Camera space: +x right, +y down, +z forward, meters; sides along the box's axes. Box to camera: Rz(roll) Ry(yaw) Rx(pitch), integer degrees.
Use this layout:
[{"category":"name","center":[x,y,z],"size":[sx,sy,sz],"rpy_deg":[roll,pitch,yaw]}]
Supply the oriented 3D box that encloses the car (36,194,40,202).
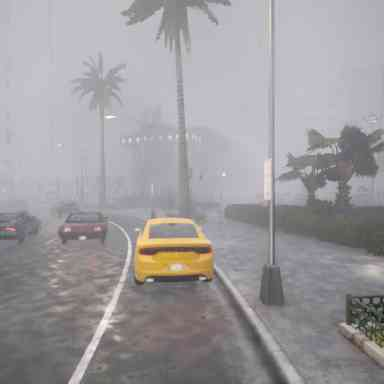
[{"category":"car","center":[-33.739,1.227,69.046],"size":[4.553,1.767,2.185],"rpy_deg":[0,0,24]}]

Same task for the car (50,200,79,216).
[{"category":"car","center":[-11.782,1.495,30.734],"size":[1.837,1.490,4.892],"rpy_deg":[1,0,-33]}]

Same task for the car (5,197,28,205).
[{"category":"car","center":[-22.730,1.486,42.345],"size":[4.892,1.490,1.837],"rpy_deg":[0,0,39]}]

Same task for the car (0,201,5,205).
[{"category":"car","center":[-24.619,1.472,39.421],"size":[4.902,1.511,2.128],"rpy_deg":[0,0,40]}]

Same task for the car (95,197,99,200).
[{"category":"car","center":[-26.407,1.553,85.596],"size":[4.718,1.301,1.895],"rpy_deg":[0,0,24]}]

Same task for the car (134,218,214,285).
[{"category":"car","center":[-0.643,1.477,9.657],"size":[1.882,1.535,5.008],"rpy_deg":[0,0,-7]}]

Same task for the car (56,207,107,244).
[{"category":"car","center":[-5.056,1.597,15.963],"size":[1.895,1.301,4.718],"rpy_deg":[0,0,-13]}]

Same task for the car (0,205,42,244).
[{"category":"car","center":[-8.468,1.540,15.586],"size":[2.033,1.411,5.357],"rpy_deg":[0,0,-15]}]
